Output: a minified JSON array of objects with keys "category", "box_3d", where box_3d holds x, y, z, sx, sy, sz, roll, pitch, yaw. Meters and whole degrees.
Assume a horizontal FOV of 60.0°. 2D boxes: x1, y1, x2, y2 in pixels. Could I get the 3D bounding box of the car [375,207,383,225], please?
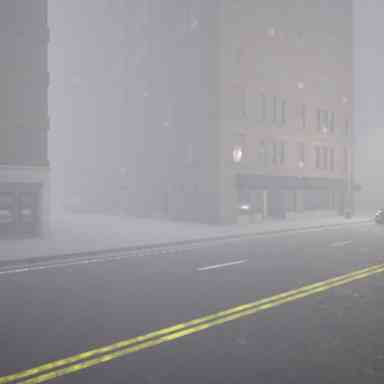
[{"category":"car","box_3d":[14.712,1.402,23.194,4.553,1.767,2.097,0,0,-37]}]
